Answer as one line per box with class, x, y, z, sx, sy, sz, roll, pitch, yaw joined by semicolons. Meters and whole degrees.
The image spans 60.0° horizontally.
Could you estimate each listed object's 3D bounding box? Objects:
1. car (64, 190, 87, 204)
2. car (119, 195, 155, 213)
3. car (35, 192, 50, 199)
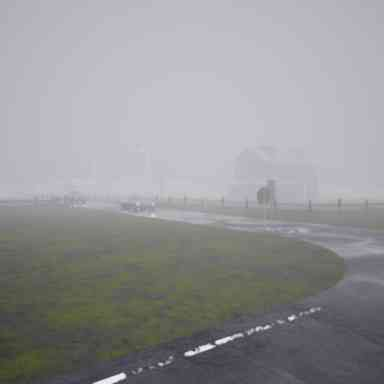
car;-17.807;0.791;50.445;2.150;2.045;5.566;0;0;-35
car;-5.451;1.093;32.791;2.097;1.767;4.553;0;0;-35
car;-35.852;0.824;80.747;2.128;1.511;4.902;0;0;-35
